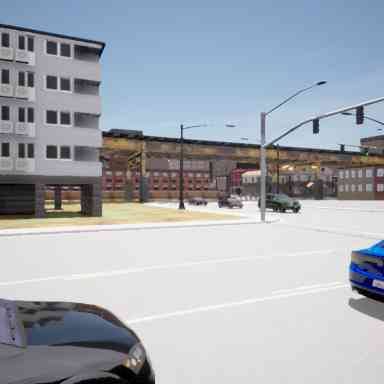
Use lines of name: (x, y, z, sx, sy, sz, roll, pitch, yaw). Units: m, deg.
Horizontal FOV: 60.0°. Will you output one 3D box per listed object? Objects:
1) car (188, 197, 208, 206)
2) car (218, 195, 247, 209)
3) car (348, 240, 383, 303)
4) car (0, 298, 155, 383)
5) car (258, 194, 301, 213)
car: (0.858, 1.547, 55.887, 2.033, 1.411, 5.357, 0, 0, -20)
car: (5.278, 1.526, 46.437, 1.812, 1.442, 4.674, 0, 0, -25)
car: (5.560, 1.478, 6.910, 5.008, 1.535, 1.882, 0, 0, -25)
car: (-2.418, 1.564, 2.758, 4.181, 1.385, 1.994, 0, 0, -32)
car: (9.651, 1.222, 37.283, 2.150, 2.045, 5.566, 0, 0, -26)
